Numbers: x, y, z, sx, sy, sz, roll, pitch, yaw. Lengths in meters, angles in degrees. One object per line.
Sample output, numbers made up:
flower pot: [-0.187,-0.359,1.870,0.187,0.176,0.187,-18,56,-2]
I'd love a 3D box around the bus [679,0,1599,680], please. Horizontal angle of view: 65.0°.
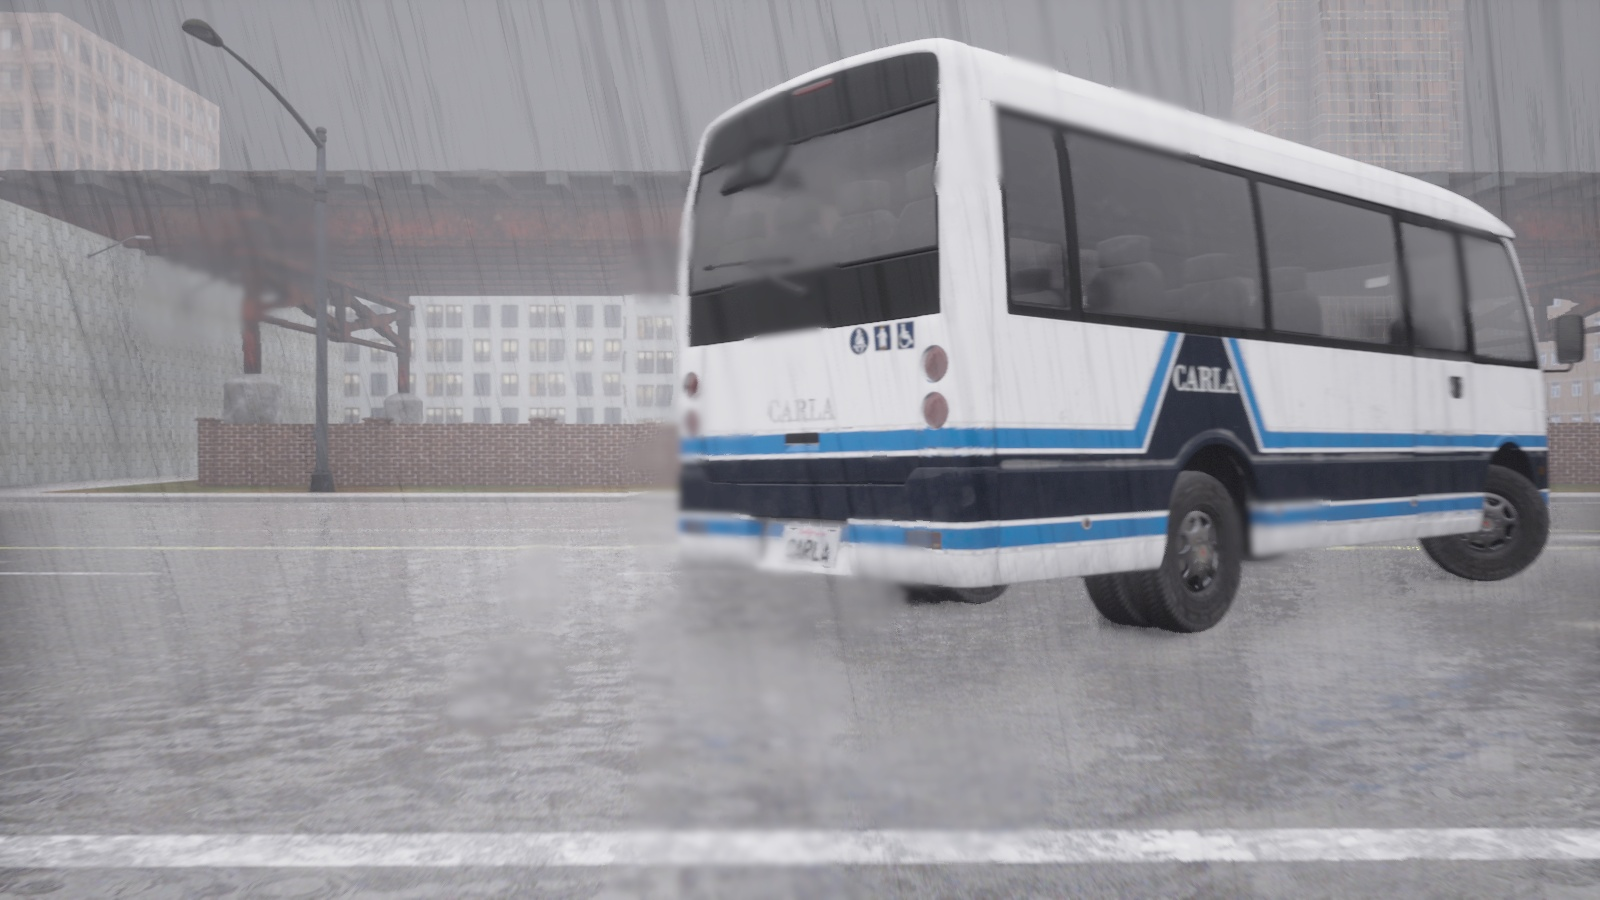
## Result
bus: [4.195,-0.702,12.465,10.273,4.253,3.944,0,-1,-40]
